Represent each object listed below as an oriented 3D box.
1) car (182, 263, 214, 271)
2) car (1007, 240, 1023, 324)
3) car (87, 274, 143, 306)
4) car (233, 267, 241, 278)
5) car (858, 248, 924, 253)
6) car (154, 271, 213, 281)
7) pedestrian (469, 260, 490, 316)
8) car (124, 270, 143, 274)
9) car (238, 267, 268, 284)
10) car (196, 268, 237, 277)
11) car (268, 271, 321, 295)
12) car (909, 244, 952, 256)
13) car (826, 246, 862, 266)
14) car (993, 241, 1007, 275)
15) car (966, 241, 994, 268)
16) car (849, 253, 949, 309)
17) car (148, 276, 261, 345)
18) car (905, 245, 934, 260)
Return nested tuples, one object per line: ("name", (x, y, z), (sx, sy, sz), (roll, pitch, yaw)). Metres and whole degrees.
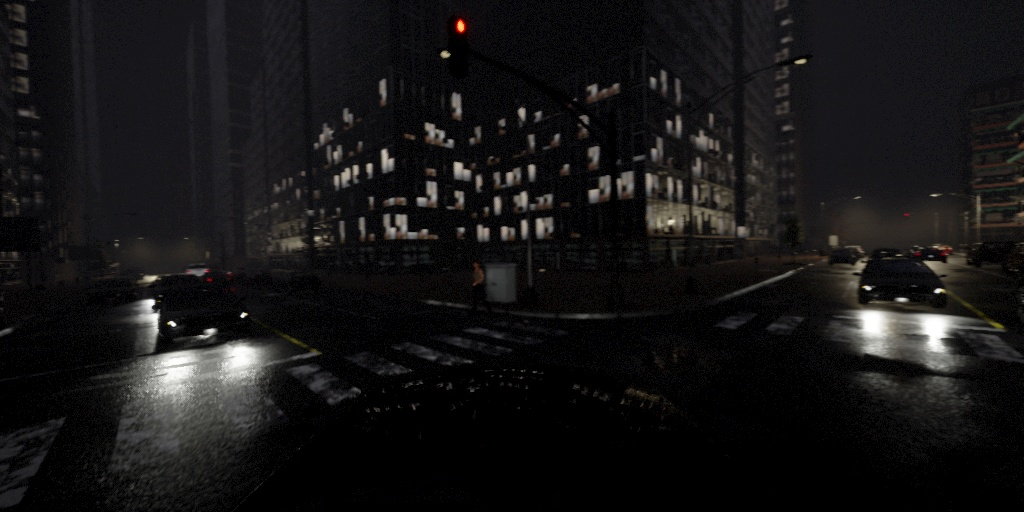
("car", (-38.026, 1.956, 43.184), (5.566, 2.045, 2.150), (-2, 1, 45))
("car", (11.072, 0.587, 6.147), (5.566, 2.045, 2.150), (-2, 1, -44))
("car", (-22.737, 1.946, 20.530), (4.313, 1.339, 1.948), (0, 0, 45))
("car", (-25.288, 1.908, 34.069), (4.507, 1.381, 1.888), (0, 0, 45))
("car", (20.142, 0.499, 19.200), (5.357, 1.411, 2.033), (-2, 1, -44))
("car", (-16.434, 1.689, 17.744), (4.892, 1.490, 1.837), (-2, 1, 45))
("pedestrian", (-1.082, 0.999, 11.578), (0.375, 1.860, 0.375), (0, 2, 45))
("car", (-30.655, 2.123, 28.345), (4.829, 1.417, 1.751), (0, 0, 45))
("car", (-21.269, 1.836, 30.102), (4.207, 1.307, 1.802), (0, 0, 45))
("car", (-25.548, 1.997, 30.882), (4.718, 1.301, 1.895), (-2, 1, 45))
("car", (-13.230, 1.589, 22.168), (4.403, 1.370, 2.007), (0, 0, 45))
("car", (36.951, -0.082, 31.842), (4.181, 1.385, 1.994), (-2, 1, -45))
("car", (28.710, 0.109, 31.164), (4.403, 1.370, 2.007), (0, 0, -45))
("car", (26.296, 0.145, 17.699), (5.009, 1.841, 2.192), (0, 0, -45))
("car", (34.249, -0.167, 25.559), (5.009, 1.841, 2.192), (0, 0, -45))
("car", (12.929, 0.782, 12.083), (2.033, 1.411, 5.357), (0, 1, 45))
("car", (-9.450, 1.546, 10.849), (5.357, 1.411, 2.033), (-1, 1, 45))
("car", (43.978, -0.396, 38.788), (4.674, 1.442, 1.812), (-2, 1, -45))
